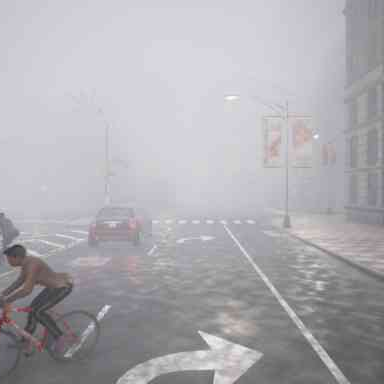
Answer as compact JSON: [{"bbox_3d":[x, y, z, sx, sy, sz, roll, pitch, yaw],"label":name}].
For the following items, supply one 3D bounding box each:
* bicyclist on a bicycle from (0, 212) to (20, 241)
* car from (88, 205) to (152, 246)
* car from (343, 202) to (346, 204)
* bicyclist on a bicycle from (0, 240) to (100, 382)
[{"bbox_3d":[-5.547,1.431,9.717,1.656,1.620,0.582,2,-7,17],"label":"bicyclist on a bicycle"},{"bbox_3d":[-3.121,1.352,15.368,2.097,1.767,4.553,0,0,1],"label":"car"},{"bbox_3d":[23.479,1.547,45.352,5.357,1.411,2.033,0,0,2],"label":"car"},{"bbox_3d":[-1.978,1.455,4.125,1.656,1.620,0.582,-3,1,-32],"label":"bicyclist on a bicycle"}]
